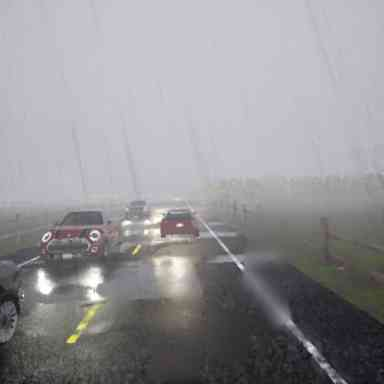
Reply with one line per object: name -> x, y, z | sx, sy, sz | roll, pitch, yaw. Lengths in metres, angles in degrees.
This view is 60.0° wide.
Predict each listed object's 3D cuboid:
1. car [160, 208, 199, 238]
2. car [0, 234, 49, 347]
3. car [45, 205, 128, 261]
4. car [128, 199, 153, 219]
car -> -0.674, 1.573, 18.022 | 1.994, 1.385, 4.181 | -2, 0, -2
car -> -3.660, 1.591, 3.621 | 2.128, 1.511, 4.902 | -2, 0, -2
car -> -4.053, 1.458, 12.861 | 2.097, 1.767, 4.553 | -2, 0, -2
car -> -4.751, 1.470, 29.847 | 2.097, 1.767, 4.553 | -2, 0, -2
